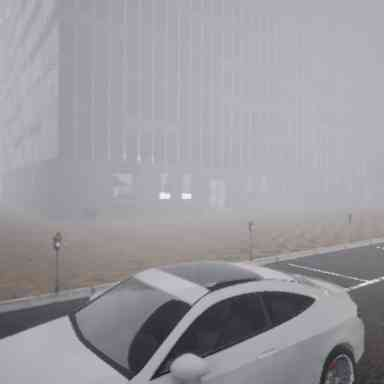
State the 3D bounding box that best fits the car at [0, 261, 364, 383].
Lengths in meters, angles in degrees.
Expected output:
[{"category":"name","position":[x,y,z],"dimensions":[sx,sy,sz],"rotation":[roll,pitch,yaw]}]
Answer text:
[{"category":"car","position":[-0.086,1.525,3.319],"dimensions":[4.674,1.442,1.812],"rotation":[0,0,-36]}]
